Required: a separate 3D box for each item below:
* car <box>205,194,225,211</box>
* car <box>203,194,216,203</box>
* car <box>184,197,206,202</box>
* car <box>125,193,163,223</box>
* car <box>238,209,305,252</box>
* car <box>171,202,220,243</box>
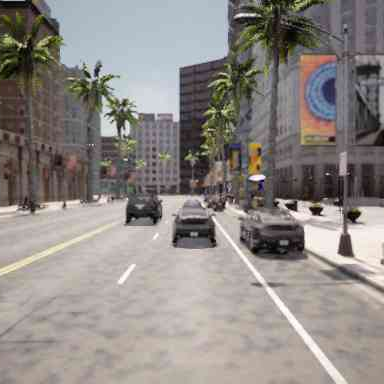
[{"bbox_3d":[3.060,1.177,42.904,2.185,1.767,4.553,0,0,0],"label":"car"},{"bbox_3d":[3.349,1.245,64.834,2.161,1.482,4.786,0,0,0],"label":"car"},{"bbox_3d":[0.070,1.426,33.311,1.994,1.385,4.181,0,0,0],"label":"car"},{"bbox_3d":[-3.422,1.120,24.488,2.150,2.045,5.566,0,0,0],"label":"car"},{"bbox_3d":[3.075,1.424,13.530,2.231,1.521,4.892,0,0,0],"label":"car"},{"bbox_3d":[0.085,1.439,15.776,1.837,1.490,4.892,0,0,0],"label":"car"}]
